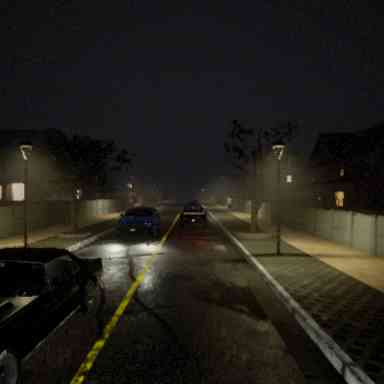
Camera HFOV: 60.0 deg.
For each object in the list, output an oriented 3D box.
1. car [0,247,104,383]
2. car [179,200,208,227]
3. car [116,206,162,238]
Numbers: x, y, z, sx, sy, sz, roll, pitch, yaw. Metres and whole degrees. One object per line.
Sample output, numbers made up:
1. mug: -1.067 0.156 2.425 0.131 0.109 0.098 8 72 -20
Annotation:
1. car: -2.842 1.614 4.982 1.895 1.301 4.718 0 0 0
2. car: 0.089 1.578 23.209 2.128 1.511 4.902 0 0 0
3. car: -2.784 1.539 18.251 1.882 1.535 5.008 0 0 1
